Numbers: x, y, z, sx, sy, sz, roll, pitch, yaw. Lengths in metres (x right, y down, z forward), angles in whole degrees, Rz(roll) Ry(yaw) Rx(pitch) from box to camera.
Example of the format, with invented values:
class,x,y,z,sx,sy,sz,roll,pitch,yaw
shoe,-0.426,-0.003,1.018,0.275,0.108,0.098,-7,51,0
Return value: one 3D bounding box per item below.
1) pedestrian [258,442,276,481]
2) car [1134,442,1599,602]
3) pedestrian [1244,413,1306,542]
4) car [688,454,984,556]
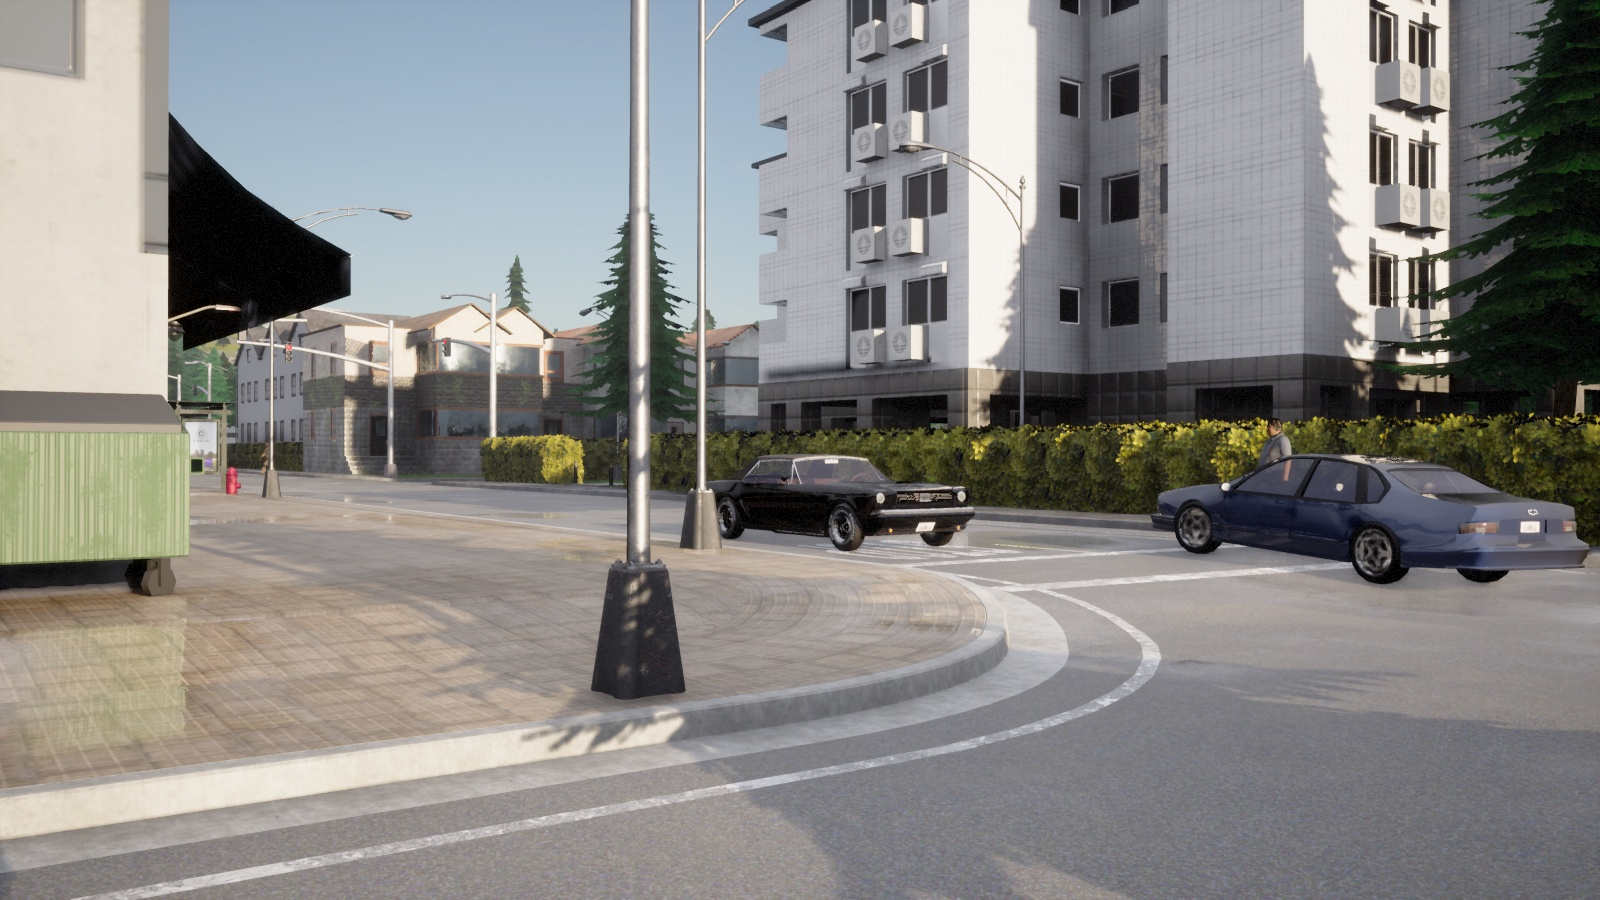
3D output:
class,x,y,z,sx,sy,sz,roll,pitch,yaw
pedestrian,-26.755,0.577,63.033,0.396,1.930,0.692,0,0,37
car,6.627,0.712,15.403,2.033,1.411,5.357,1,2,-22
pedestrian,6.912,0.396,18.285,0.694,1.848,0.540,0,0,0
car,0.369,0.714,18.579,1.895,1.301,4.718,0,0,-36
